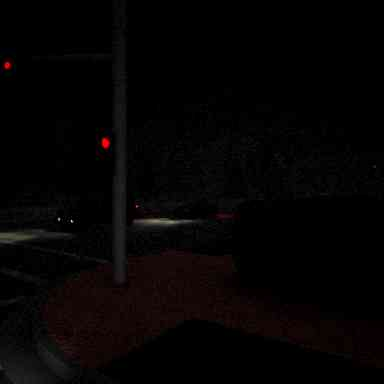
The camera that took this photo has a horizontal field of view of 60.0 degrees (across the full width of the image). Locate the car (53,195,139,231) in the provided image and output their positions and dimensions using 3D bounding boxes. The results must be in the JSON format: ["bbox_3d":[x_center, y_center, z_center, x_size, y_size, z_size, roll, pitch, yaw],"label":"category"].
[{"bbox_3d":[-5.952,1.221,21.344,2.150,2.045,5.566,0,0,38],"label":"car"}]

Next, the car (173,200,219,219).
[{"bbox_3d":[0.404,1.478,29.367,1.882,1.535,5.008,0,0,39],"label":"car"}]

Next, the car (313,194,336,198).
[{"bbox_3d":[14.430,1.221,35.518,2.150,2.045,5.566,0,0,39],"label":"car"}]
